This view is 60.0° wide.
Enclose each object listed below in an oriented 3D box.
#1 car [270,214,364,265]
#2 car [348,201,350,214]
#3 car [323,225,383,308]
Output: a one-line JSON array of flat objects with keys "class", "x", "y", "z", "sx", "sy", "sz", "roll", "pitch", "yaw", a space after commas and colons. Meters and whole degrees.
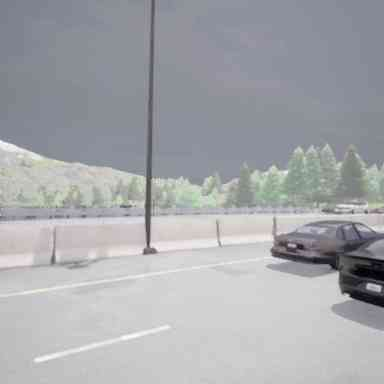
[{"class": "car", "x": 5.064, "y": 1.693, "z": 11.432, "sx": 5.357, "sy": 1.411, "sz": 2.033, "roll": 1, "pitch": -1, "yaw": -35}, {"class": "car", "x": 21.201, "y": 2.147, "z": 44.003, "sx": 5.566, "sy": 2.045, "sz": 2.150, "roll": 2, "pitch": -2, "yaw": -34}, {"class": "car", "x": 5.275, "y": 1.583, "z": 7.329, "sx": 5.008, "sy": 1.535, "sz": 1.882, "roll": 1, "pitch": -1, "yaw": -35}]
